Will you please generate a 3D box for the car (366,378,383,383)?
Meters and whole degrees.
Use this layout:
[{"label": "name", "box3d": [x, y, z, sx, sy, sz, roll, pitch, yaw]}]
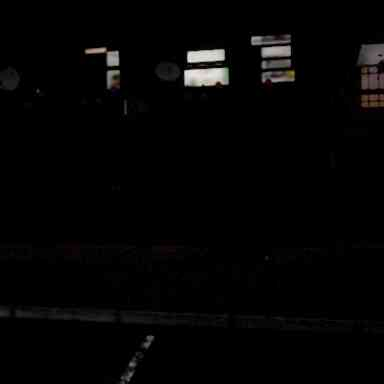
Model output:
[{"label": "car", "box3d": [3.165, 1.492, 1.517, 4.892, 1.490, 1.837, 0, 0, 6]}]
